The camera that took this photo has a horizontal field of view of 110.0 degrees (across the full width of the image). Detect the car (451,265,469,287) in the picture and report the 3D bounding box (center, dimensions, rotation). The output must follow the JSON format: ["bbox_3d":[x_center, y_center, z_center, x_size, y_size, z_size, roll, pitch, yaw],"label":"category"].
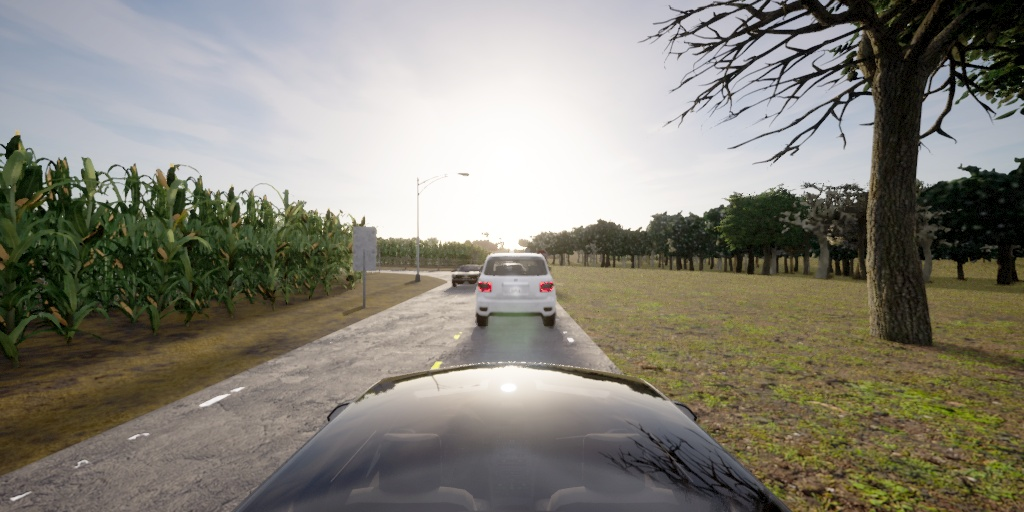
[{"bbox_3d":[-2.700,1.265,23.289,1.895,1.301,4.718,0,0,0],"label":"car"}]

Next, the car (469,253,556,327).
[{"bbox_3d":[0.124,0.944,11.552,2.150,2.045,5.566,0,0,1],"label":"car"}]
